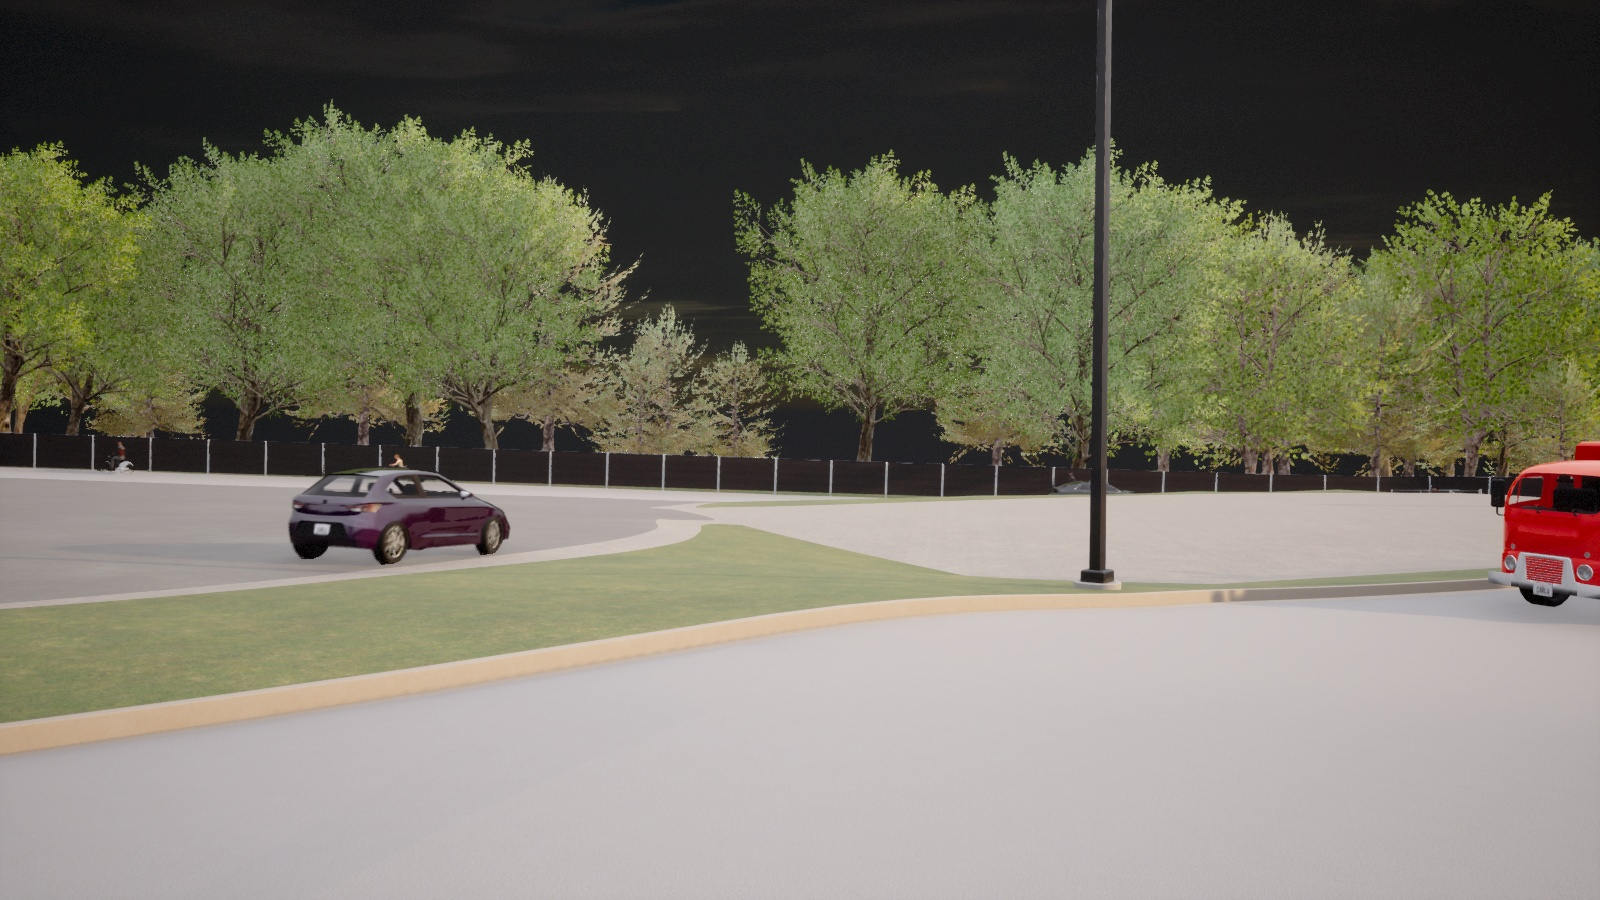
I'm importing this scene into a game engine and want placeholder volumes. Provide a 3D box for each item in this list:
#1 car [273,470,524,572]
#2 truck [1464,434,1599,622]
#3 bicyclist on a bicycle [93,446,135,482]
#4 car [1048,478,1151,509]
[{"bbox_3d":[-6.558,1.105,21.033,1.816,1.474,4.193,1,-1,19],"label":"car"},{"bbox_3d":[12.803,1.018,18.326,5.204,2.467,2.627,0,2,-20],"label":"truck"},{"bbox_3d":[-36.109,0.725,66.099,1.843,1.776,0.659,2,2,2],"label":"bicyclist on a bicycle"},{"bbox_3d":[15.675,2.271,65.853,4.892,1.490,1.837,1,2,-3],"label":"car"}]
